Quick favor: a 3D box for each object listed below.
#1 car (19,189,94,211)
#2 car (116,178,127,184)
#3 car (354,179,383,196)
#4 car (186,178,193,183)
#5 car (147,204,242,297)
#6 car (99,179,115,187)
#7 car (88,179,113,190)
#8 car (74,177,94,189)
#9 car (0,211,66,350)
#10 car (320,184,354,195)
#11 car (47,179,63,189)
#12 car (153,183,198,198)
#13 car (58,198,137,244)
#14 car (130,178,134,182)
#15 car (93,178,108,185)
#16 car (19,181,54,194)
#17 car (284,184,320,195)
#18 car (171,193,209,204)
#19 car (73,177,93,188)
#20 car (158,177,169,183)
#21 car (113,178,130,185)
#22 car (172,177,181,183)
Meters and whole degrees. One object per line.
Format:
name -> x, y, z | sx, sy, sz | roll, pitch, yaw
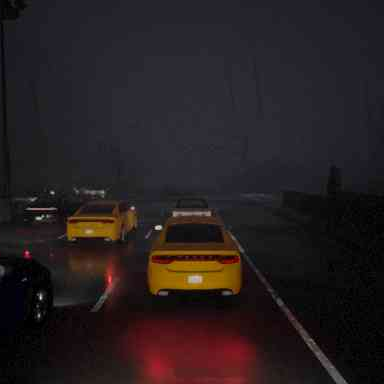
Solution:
car -> -7.025, 0.865, 17.628 | 2.128, 1.511, 4.902 | 0, 3, 0
car -> -18.161, -2.827, 86.030 | 1.812, 1.442, 4.674 | 0, 3, 0
car -> 20.213, -0.284, 34.043 | 5.566, 2.045, 2.150 | 0, 3, 2
car -> -0.665, -2.835, 86.568 | 2.128, 1.511, 4.902 | 0, 3, 0
car -> 0.043, 1.316, 8.395 | 1.882, 1.535, 5.008 | 0, 2, 0
car -> -18.043, -1.993, 70.966 | 2.128, 1.511, 4.902 | 0, 3, 0
car -> -14.494, -0.944, 53.050 | 1.895, 1.301, 4.718 | 0, 3, 0
car -> -18.005, -1.509, 56.436 | 2.150, 2.045, 5.566 | 0, 3, 0
car -> -3.427, 1.313, 3.887 | 2.097, 1.767, 4.553 | 0, 1, 0
car -> 17.666, -0.217, 37.783 | 4.902, 1.511, 2.128 | 0, 3, 2
car -> -21.475, -1.082, 50.958 | 2.097, 1.767, 4.553 | 0, 3, 0
car -> -1.725, -0.022, 36.117 | 4.718, 1.301, 1.895 | 1, 3, 16
car -> -3.495, 1.061, 13.718 | 1.882, 1.535, 5.008 | 0, 3, 0
car -> -14.623, -2.592, 81.138 | 1.882, 1.535, 5.008 | 0, 3, 0
car -> -21.606, -2.427, 78.949 | 2.128, 1.511, 4.902 | 0, 3, 0
car -> -17.885, -0.203, 37.987 | 1.812, 1.442, 4.674 | 0, 3, 0
car -> 13.806, -0.305, 41.408 | 4.718, 1.301, 1.895 | 0, 3, 2
car -> -0.024, 0.973, 17.764 | 1.895, 1.301, 4.718 | 0, 3, 0
car -> -21.503, -2.019, 65.827 | 2.150, 2.045, 5.566 | 0, 3, 0
car -> -7.661, -2.821, 86.054 | 2.128, 1.511, 4.902 | 0, 3, 0
car -> -14.520, -1.852, 67.960 | 1.837, 1.490, 4.892 | 0, 3, 0
car -> -4.161, -2.872, 86.079 | 1.882, 1.535, 5.008 | 0, 3, 0
